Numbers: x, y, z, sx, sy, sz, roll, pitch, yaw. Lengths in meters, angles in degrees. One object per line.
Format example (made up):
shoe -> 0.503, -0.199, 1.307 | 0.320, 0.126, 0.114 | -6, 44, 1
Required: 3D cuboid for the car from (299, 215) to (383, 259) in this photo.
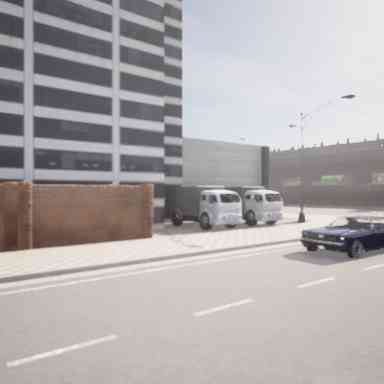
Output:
car -> 6.225, 1.577, 12.636 | 4.718, 1.301, 1.895 | 0, 0, -35
